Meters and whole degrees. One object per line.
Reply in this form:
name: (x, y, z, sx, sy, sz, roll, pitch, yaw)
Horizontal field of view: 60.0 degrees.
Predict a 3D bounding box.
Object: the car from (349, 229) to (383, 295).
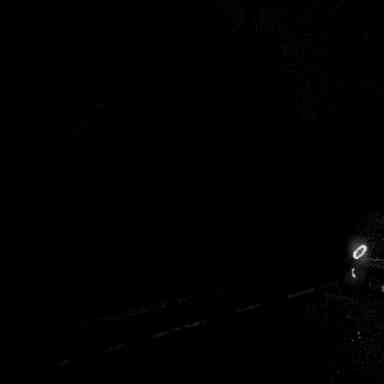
car: (5.648, 1.298, 7.708, 4.553, 1.767, 2.097, 0, 0, -35)
